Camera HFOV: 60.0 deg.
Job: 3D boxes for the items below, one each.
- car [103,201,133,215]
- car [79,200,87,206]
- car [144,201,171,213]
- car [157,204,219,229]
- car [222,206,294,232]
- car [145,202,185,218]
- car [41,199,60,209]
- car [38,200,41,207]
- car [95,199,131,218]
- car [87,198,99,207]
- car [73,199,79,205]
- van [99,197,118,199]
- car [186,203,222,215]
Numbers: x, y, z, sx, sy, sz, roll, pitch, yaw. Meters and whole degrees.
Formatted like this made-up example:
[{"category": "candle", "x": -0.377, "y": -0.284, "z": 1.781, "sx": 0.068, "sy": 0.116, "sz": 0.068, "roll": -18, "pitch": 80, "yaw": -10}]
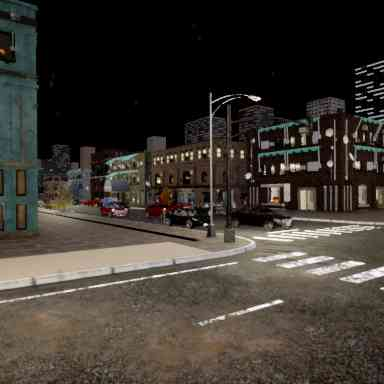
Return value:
[{"category": "car", "x": -9.202, "y": 1.944, "z": 40.994, "sx": 1.837, "sy": 1.490, "sz": 4.892, "roll": -1, "pitch": 0, "yaw": -35}, {"category": "car", "x": -20.644, "y": 2.228, "z": 67.132, "sx": 1.887, "sy": 1.381, "sz": 4.507, "roll": -1, "pitch": 0, "yaw": -35}, {"category": "car", "x": -4.644, "y": 1.966, "z": 44.549, "sx": 1.802, "sy": 1.307, "sz": 4.206, "roll": -1, "pitch": 0, "yaw": -35}, {"category": "car", "x": -0.360, "y": 1.815, "z": 23.794, "sx": 1.947, "sy": 1.339, "sz": 4.313, "roll": -1, "pitch": 0, "yaw": -35}, {"category": "car", "x": 4.428, "y": 1.696, "z": 21.943, "sx": 1.812, "sy": 1.442, "sz": 4.674, "roll": -1, "pitch": 0, "yaw": -37}, {"category": "car", "x": -2.968, "y": 1.843, "z": 32.200, "sx": 1.812, "sy": 1.442, "sz": 4.674, "roll": -1, "pitch": 0, "yaw": -35}, {"category": "car", "x": -24.183, "y": 2.233, "z": 57.631, "sx": 1.752, "sy": 1.417, "sz": 4.829, "roll": -1, "pitch": 0, "yaw": -35}, {"category": "car", "x": -30.681, "y": 2.376, "z": 66.803, "sx": 2.008, "sy": 1.369, "sz": 4.403, "roll": -1, "pitch": 0, "yaw": -35}, {"category": "car", "x": -8.285, "y": 1.846, "z": 35.187, "sx": 1.967, "sy": 1.590, "sz": 4.097, "roll": -1, "pitch": 0, "yaw": -35}, {"category": "car", "x": -17.450, "y": 1.940, "z": 62.615, "sx": 2.192, "sy": 1.841, "sz": 5.009, "roll": -1, "pitch": 0, "yaw": -35}, {"category": "car", "x": -27.044, "y": 2.364, "z": 76.166, "sx": 1.947, "sy": 1.339, "sz": 4.313, "roll": -1, "pitch": 0, "yaw": -35}, {"category": "van", "x": -14.250, "y": 1.907, "z": 58.099, "sx": 1.690, "sy": 1.788, "sz": 3.998, "roll": -1, "pitch": 0, "yaw": -35}, {"category": "car", "x": 1.754, "y": 1.810, "z": 35.517, "sx": 2.008, "sy": 1.369, "sz": 4.403, "roll": -2, "pitch": 0, "yaw": -35}]
